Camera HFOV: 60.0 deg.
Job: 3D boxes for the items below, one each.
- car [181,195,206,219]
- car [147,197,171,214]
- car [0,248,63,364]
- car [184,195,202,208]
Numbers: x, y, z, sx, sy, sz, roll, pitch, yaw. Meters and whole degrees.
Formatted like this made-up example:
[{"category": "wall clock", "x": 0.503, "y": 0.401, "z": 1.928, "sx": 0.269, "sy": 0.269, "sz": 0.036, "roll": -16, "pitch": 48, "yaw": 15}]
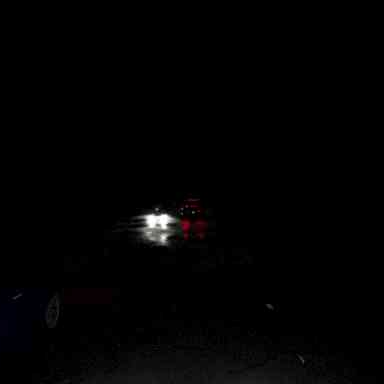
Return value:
[{"category": "car", "x": 0.106, "y": 1.290, "z": 27.245, "sx": 2.128, "sy": 1.511, "sz": 4.902, "roll": 0, "pitch": 0, "yaw": 0}, {"category": "car", "x": -3.090, "y": 1.255, "z": 31.755, "sx": 2.128, "sy": 1.511, "sz": 4.902, "roll": 0, "pitch": 0, "yaw": 0}, {"category": "car", "x": -3.077, "y": 1.494, "z": 3.947, "sx": 1.812, "sy": 1.442, "sz": 4.674, "roll": 0, "pitch": 0, "yaw": 0}, {"category": "car", "x": 0.108, "y": 1.171, "z": 42.405, "sx": 2.128, "sy": 1.511, "sz": 4.902, "roll": 0, "pitch": 1, "yaw": 0}]
